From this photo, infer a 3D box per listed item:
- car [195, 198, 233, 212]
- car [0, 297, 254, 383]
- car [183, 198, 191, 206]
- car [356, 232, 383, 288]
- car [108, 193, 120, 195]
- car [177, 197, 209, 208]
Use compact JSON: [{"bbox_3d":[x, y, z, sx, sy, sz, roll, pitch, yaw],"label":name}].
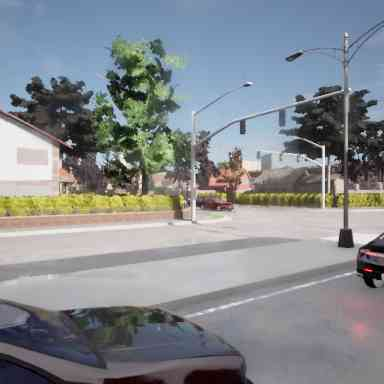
[{"bbox_3d":[2.888,1.492,40.259,1.882,1.535,5.008,0,0,-36],"label":"car"},{"bbox_3d":[-2.027,1.547,2.302,5.357,1.411,2.033,0,0,-35],"label":"car"},{"bbox_3d":[-2.526,1.367,47.702,2.097,1.767,4.553,0,0,-36],"label":"car"},{"bbox_3d":[5.889,1.497,7.990,4.902,1.511,2.128,0,0,-35],"label":"car"},{"bbox_3d":[-14.777,1.236,64.644,2.150,2.045,5.566,0,0,-35],"label":"car"},{"bbox_3d":[0.097,1.564,50.381,2.033,1.411,5.357,0,0,-36],"label":"car"}]
